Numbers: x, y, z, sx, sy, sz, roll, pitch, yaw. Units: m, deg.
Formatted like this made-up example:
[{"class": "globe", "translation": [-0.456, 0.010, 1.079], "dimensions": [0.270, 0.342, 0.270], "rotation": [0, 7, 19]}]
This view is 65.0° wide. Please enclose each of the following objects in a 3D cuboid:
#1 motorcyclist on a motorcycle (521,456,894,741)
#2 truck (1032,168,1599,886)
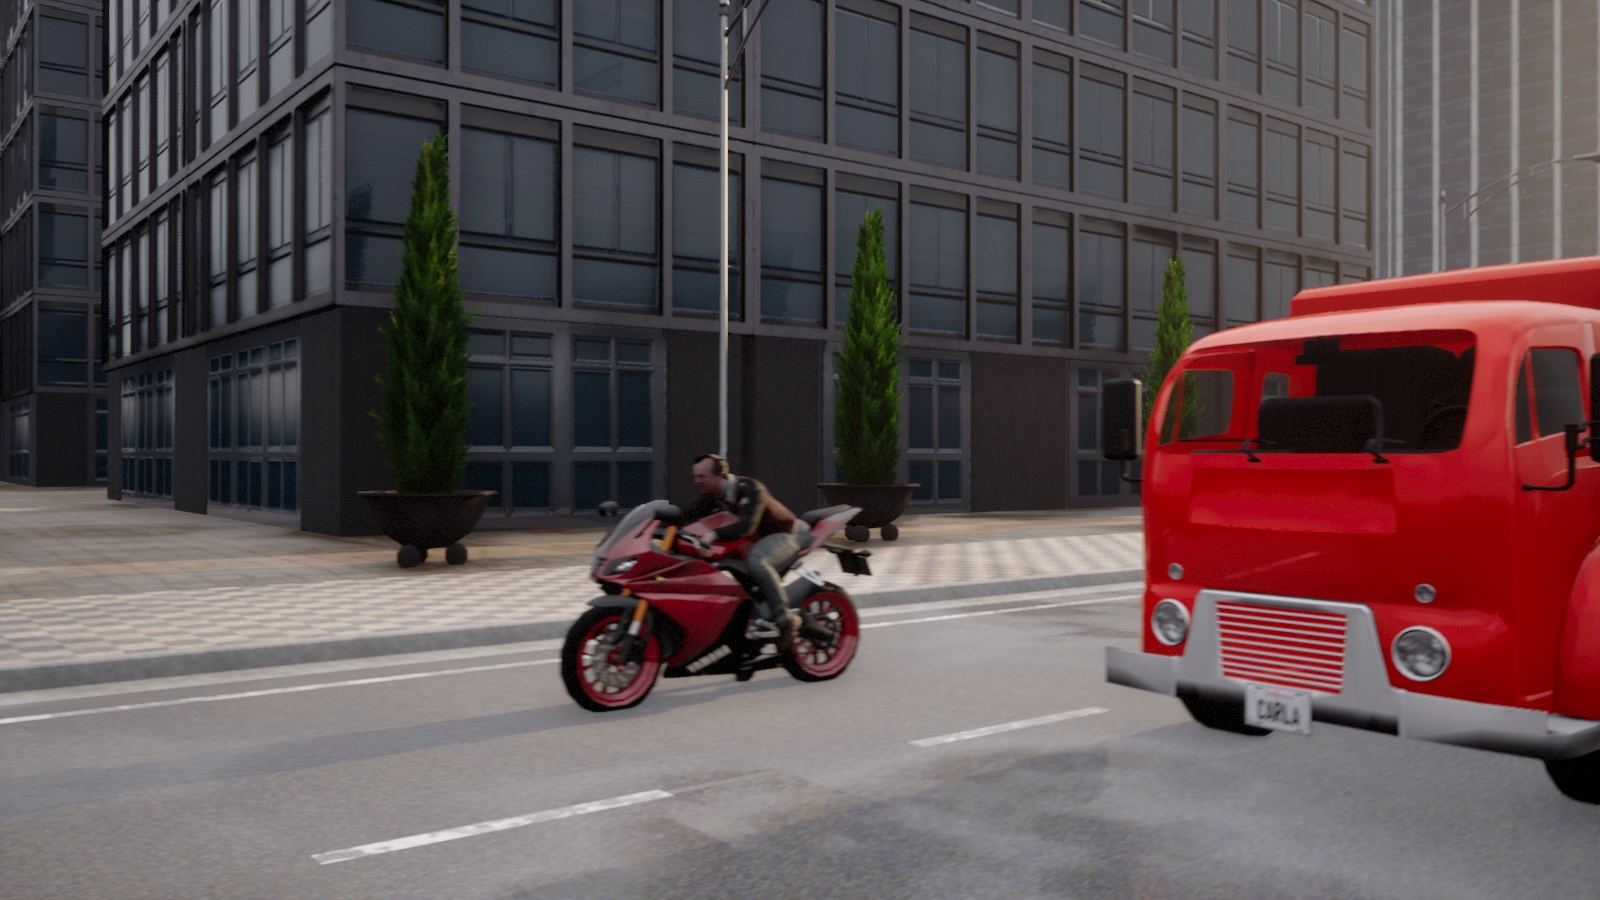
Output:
[{"class": "motorcyclist on a motorcycle", "translation": [-0.526, 0.805, 7.781], "dimensions": [2.191, 1.530, 0.866], "rotation": [0, 0, -38]}, {"class": "truck", "translation": [4.036, 0.269, 6.896], "dimensions": [5.204, 2.467, 2.627], "rotation": [0, 0, -38]}]
